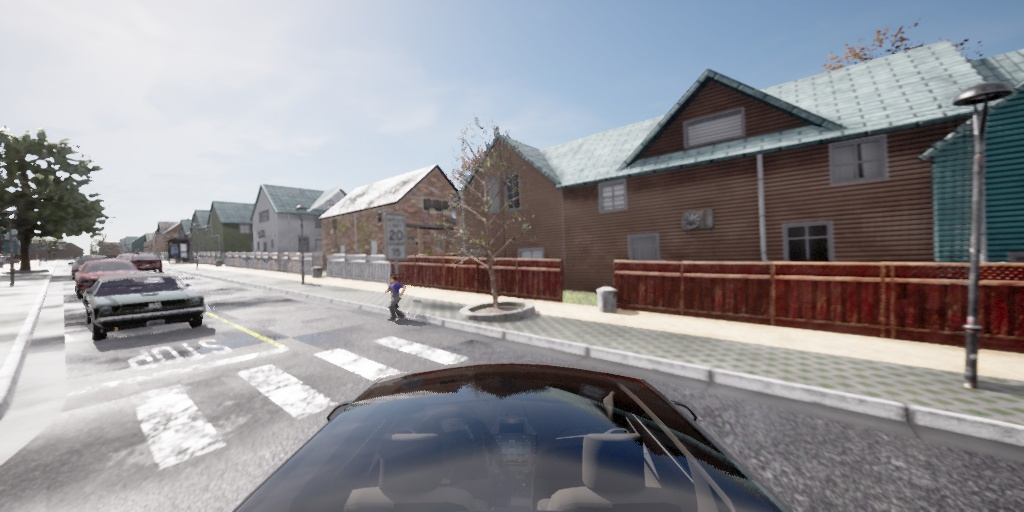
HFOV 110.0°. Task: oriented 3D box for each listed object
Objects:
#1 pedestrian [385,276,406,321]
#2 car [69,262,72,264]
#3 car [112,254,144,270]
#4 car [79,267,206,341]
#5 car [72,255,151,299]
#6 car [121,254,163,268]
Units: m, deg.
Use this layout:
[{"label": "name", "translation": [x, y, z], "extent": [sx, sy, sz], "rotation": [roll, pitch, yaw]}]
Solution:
[{"label": "pedestrian", "translation": [-3.085, 1.088, 9.578], "extent": [0.375, 1.300, 0.375], "rotation": [-3, -3, 39]}, {"label": "car", "translation": [-28.903, 0.751, 24.735], "extent": [4.892, 1.490, 1.837], "rotation": [1, 2, 39]}, {"label": "car", "translation": [-39.262, 0.532, 36.622], "extent": [4.674, 1.442, 1.812], "rotation": [1, 2, 39]}, {"label": "car", "translation": [-9.724, 1.156, 9.417], "extent": [4.718, 1.301, 1.895], "rotation": [1, 2, 39]}, {"label": "car", "translation": [-17.758, 0.898, 15.813], "extent": [5.008, 1.535, 1.882], "rotation": [1, 2, 39]}, {"label": "car", "translation": [-30.460, 0.600, 29.591], "extent": [5.008, 1.535, 1.882], "rotation": [1, 2, 39]}]
